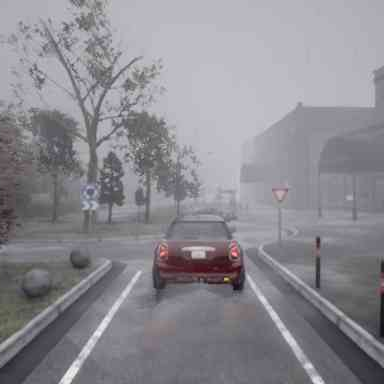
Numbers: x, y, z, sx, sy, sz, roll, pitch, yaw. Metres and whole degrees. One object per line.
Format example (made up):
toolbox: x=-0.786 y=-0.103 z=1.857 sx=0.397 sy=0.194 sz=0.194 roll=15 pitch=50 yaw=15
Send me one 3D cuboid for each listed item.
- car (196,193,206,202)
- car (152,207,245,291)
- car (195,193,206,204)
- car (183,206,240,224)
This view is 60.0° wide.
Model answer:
car: x=2.278 y=1.319 z=82.179 sx=2.150 sy=2.045 sz=5.566 roll=0 pitch=0 yaw=5
car: x=0.193 y=1.404 z=9.341 sx=2.097 sy=1.767 sz=4.553 roll=0 pitch=-1 yaw=1
car: x=1.694 y=1.488 z=71.435 sx=2.150 sy=2.045 sz=5.566 roll=0 pitch=0 yaw=3
car: x=1.671 y=2.056 z=30.356 sx=2.033 sy=1.411 sz=5.357 roll=1 pitch=-2 yaw=-40
